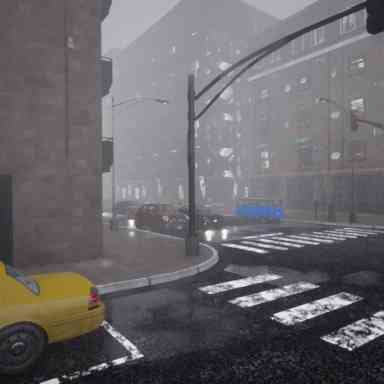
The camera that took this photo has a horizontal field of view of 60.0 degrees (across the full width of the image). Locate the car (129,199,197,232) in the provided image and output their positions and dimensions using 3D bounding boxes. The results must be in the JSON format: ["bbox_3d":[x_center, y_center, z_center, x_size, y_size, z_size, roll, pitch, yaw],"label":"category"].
[{"bbox_3d":[-1.834,1.440,20.021,1.967,1.590,4.097,0,0,-36],"label":"car"}]

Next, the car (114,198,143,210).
[{"bbox_3d":[-8.308,1.463,43.265,1.887,1.381,4.507,-1,0,-36],"label":"car"}]

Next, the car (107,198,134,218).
[{"bbox_3d":[-5.604,1.493,29.650,1.812,1.442,4.674,-1,0,-36],"label":"car"}]

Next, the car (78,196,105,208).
[{"bbox_3d":[-14.270,1.429,46.997,2.128,1.511,4.902,-1,0,-36],"label":"car"}]

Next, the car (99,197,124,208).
[{"bbox_3d":[-11.626,1.463,47.852,1.887,1.381,4.507,-1,0,-36],"label":"car"}]

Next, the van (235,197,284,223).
[{"bbox_3d":[4.967,1.280,24.917,1.690,1.788,3.998,0,0,-36],"label":"van"}]

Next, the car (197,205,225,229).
[{"bbox_3d":[0.231,1.545,21.584,1.994,1.385,4.181,-1,0,-36],"label":"car"}]

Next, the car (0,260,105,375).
[{"bbox_3d":[-3.566,1.525,4.024,4.829,1.417,1.752,0,0,-35],"label":"car"}]

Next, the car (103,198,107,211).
[{"bbox_3d":[-11.544,1.452,37.874,2.128,1.511,4.902,-1,0,-36],"label":"car"}]
